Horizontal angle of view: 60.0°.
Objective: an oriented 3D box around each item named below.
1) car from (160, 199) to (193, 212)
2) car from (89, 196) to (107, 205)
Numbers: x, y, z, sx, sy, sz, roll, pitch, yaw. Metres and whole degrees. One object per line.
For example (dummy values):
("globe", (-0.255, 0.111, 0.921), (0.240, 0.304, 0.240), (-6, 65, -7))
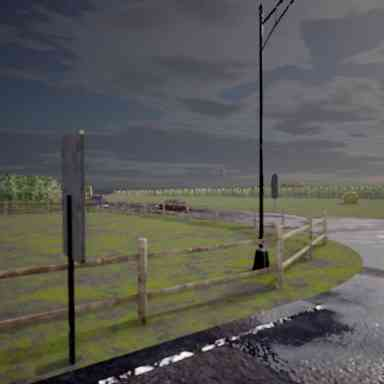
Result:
("car", (-1.696, 1.432, 35.149), (1.994, 1.385, 4.181), (-1, 1, -35))
("car", (-15.497, 1.341, 54.681), (1.812, 1.442, 4.674), (-1, 0, -35))
